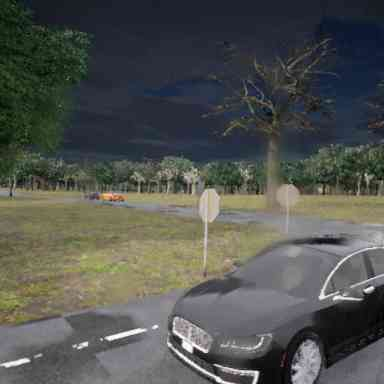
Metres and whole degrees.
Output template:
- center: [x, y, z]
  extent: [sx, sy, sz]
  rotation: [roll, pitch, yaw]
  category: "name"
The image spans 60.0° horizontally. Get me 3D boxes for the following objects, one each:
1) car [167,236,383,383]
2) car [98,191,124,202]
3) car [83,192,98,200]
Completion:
- center: [1.930, 1.530, 5.230]
  extent: [4.892, 1.490, 1.837]
  rotation: [0, 0, -35]
  category: "car"
- center: [-12.435, 0.584, 52.055]
  extent: [2.097, 1.767, 4.553]
  rotation: [2, -1, -35]
  category: "car"
- center: [-18.199, 0.690, 60.048]
  extent: [1.837, 1.490, 4.892]
  rotation: [2, -1, -36]
  category: "car"
